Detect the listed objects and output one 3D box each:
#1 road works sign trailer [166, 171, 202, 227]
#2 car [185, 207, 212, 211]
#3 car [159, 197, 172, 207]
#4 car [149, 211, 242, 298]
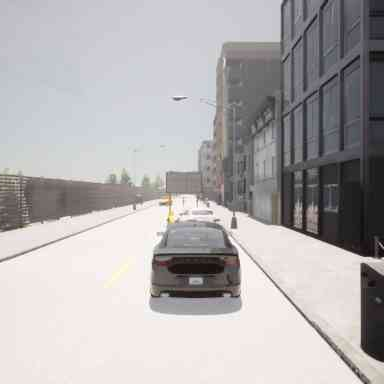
[{"bbox_3d":[-0.564,0.464,21.411,2.380,3.560,2.880,0,0,-17],"label":"road works sign trailer"},{"bbox_3d":[0.340,1.541,17.914,1.812,1.442,4.674,0,-1,-8],"label":"car"},{"bbox_3d":[-4.166,1.477,52.494,1.882,1.535,5.008,0,0,0],"label":"car"},{"bbox_3d":[0.072,1.478,8.560,1.882,1.535,5.008,0,0,0],"label":"car"}]
